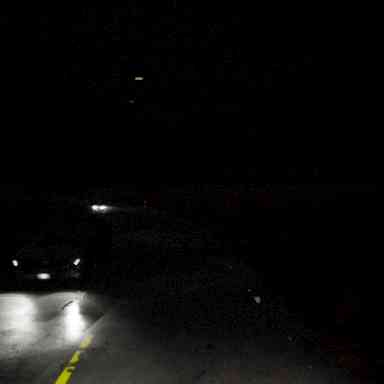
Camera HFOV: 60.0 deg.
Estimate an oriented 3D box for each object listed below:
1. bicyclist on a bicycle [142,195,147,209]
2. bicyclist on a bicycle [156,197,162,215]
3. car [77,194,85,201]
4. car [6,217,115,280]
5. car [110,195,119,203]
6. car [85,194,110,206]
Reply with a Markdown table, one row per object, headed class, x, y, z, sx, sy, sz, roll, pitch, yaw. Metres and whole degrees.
| class | x | y | z | sx | sy | sz | roll | pitch | yaw |
| --- | --- | --- | --- | --- | --- | --- | --- | --- | --- |
| bicyclist on a bicycle | -5.473 | 1.144 | 38.588 | 0.582 | 1.620 | 1.656 | -1 | 0 | -19 |
| bicyclist on a bicycle | -3.016 | 1.304 | 30.369 | 0.582 | 1.620 | 1.656 | 0 | 0 | -15 |
| car | -22.716 | 1.048 | 70.119 | 1.812 | 1.442 | 4.674 | -1 | 1 | -38 |
| car | -3.543 | 1.506 | 10.140 | 2.033 | 1.411 | 5.357 | 0 | 0 | -5 |
| car | -13.663 | 1.194 | 55.757 | 2.033 | 1.411 | 5.357 | -1 | 1 | -28 |
| car | -14.260 | 1.214 | 49.898 | 2.128 | 1.511 | 4.902 | -1 | 1 | -25 |
